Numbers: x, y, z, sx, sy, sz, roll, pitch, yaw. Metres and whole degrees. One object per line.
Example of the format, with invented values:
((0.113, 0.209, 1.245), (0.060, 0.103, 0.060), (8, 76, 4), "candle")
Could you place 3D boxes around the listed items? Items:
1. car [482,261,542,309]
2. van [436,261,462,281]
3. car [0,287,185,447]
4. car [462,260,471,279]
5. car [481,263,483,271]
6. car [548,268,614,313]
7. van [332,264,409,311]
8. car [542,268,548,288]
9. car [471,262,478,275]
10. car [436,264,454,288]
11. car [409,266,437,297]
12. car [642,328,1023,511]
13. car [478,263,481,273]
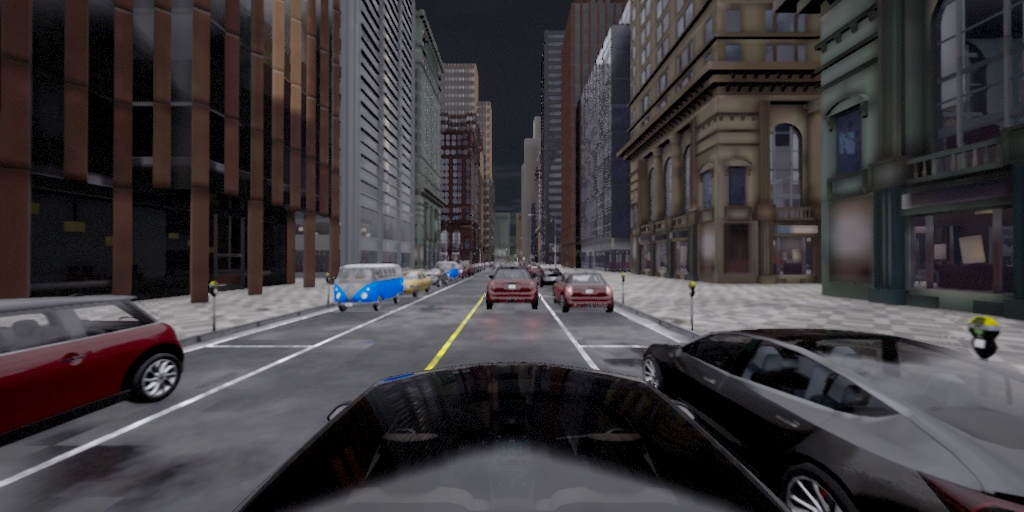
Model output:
((0.010, 1.232, 15.934), (2.097, 1.767, 4.553), (0, -1, 0), "car")
((-5.747, 1.373, 31.646), (1.690, 1.789, 3.998), (0, 0, 0), "van")
((-5.762, 1.206, 3.465), (1.967, 1.591, 4.097), (0, 0, 0), "car")
((-5.745, 1.527, 37.282), (1.967, 1.591, 4.097), (0, 0, 0), "car")
((-5.736, 1.817, 54.192), (1.948, 1.339, 4.313), (0, 0, 0), "car")
((2.769, 1.311, 14.740), (1.967, 1.591, 4.097), (0, 0, 0), "car")
((-5.756, 1.211, 14.738), (1.690, 1.789, 3.998), (0, 0, 0), "van")
((2.775, 1.544, 26.012), (1.948, 1.339, 4.313), (0, 0, 0), "car")
((-5.742, 1.456, 42.919), (2.192, 1.841, 5.009), (0, 0, 0), "car")
((-5.750, 1.528, 26.010), (2.007, 1.370, 4.403), (0, 0, 0), "car")
((-5.753, 1.449, 20.204), (1.751, 1.417, 4.829), (0, 0, 0), "car")
((2.763, 1.332, 3.469), (1.948, 1.339, 4.313), (0, 0, 0), "car")
((-5.739, 1.762, 48.556), (1.948, 1.339, 4.313), (0, 0, 0), "car")
